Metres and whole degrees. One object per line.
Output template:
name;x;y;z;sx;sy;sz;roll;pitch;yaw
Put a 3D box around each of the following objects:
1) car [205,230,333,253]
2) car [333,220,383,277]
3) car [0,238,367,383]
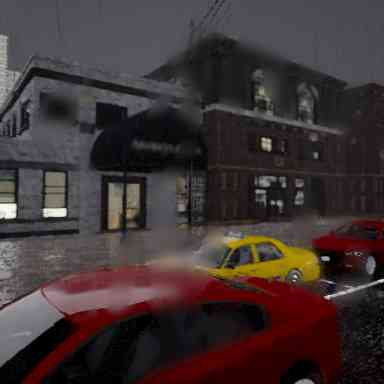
car;0.754;1.551;7.091;4.829;1.417;1.752;0;0;-35
car;5.530;1.604;10.498;4.507;1.381;1.887;0;0;-36
car;-0.765;1.483;2.829;5.008;1.535;1.882;1;0;-35
